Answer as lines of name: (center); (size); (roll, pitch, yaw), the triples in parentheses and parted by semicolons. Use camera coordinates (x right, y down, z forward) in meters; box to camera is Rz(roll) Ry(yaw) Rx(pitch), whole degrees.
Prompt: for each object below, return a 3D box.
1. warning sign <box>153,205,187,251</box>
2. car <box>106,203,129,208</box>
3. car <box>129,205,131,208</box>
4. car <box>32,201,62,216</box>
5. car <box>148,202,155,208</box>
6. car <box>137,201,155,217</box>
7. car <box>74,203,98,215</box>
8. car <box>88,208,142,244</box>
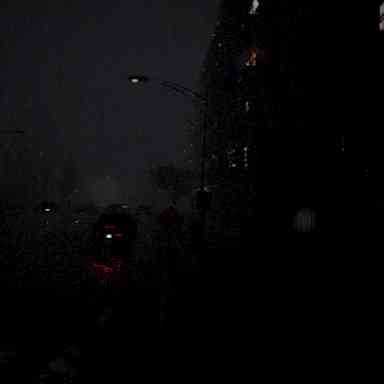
warning sign: (-0.950, 1.515, 14.300); (1.300, 1.860, 1.060); (3, -2, -4)
car: (-9.258, 2.160, 40.277); (1.882, 1.535, 5.008); (3, -2, -5)
car: (-10.353, 2.405, 50.684); (2.128, 1.511, 4.902); (3, -2, -6)
car: (-15.475, 1.754, 35.818); (1.837, 1.490, 4.892); (3, -2, -5)
car: (-10.903, 3.430, 89.283); (1.801, 1.575, 5.366); (3, -2, -8)
car: (-6.390, 2.418, 44.425); (1.882, 1.535, 5.008); (3, -1, -5)
car: (-12.585, 2.054, 39.982); (2.033, 1.411, 5.357); (3, -2, -5)
car: (-4.015, 1.846, 17.836); (1.837, 1.490, 4.892); (3, -2, -4)
